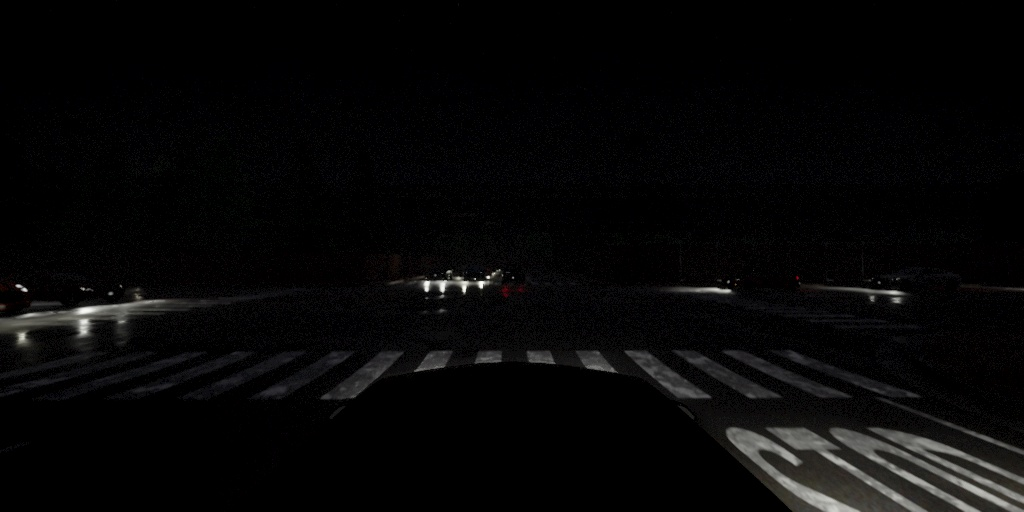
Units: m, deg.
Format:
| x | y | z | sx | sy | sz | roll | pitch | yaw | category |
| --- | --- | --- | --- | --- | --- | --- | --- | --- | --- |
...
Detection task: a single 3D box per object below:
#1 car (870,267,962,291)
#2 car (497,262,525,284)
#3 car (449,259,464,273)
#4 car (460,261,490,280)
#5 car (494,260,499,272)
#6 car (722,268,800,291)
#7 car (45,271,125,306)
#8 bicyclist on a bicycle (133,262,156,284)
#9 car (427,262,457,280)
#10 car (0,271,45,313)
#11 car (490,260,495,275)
| x | y | z | sx | sy | sz | roll | pitch | yaw | category |
| --- | --- | --- | --- | --- | --- | --- | --- | --- | --- |
| 25.835 | 1.437 | 22.961 | 4.674 | 1.442 | 1.812 | 0 | -1 | 0 | car |
| 0.091 | 1.542 | 30.940 | 2.128 | 1.511 | 4.902 | 0 | -1 | 0 | car |
| -7.108 | 1.421 | 45.624 | 2.150 | 2.045 | 5.566 | 0 | -1 | 0 | car |
| -3.604 | 1.577 | 35.813 | 1.882 | 1.535 | 5.008 | 0 | -1 | 0 | car |
| -3.583 | 1.789 | 56.603 | 1.882 | 1.535 | 5.008 | 0 | -1 | 1 | car |
| 15.836 | 1.475 | 22.942 | 4.181 | 1.385 | 1.994 | 0 | -1 | 0 | car |
| -19.873 | 1.363 | 15.649 | 4.674 | 1.442 | 1.812 | 0 | -1 | -1 | car |
| -27.278 | 1.251 | 26.651 | 0.582 | 1.620 | 1.656 | 0 | 0 | 0 | bicyclist on a bicycle |
| -7.120 | 1.604 | 35.773 | 1.837 | 1.490 | 4.892 | 0 | -1 | 1 | car |
| -19.580 | 1.154 | 12.138 | 4.553 | 1.767 | 2.097 | 0 | -1 | -1 | car |
| -3.606 | 1.675 | 45.372 | 1.882 | 1.535 | 5.008 | 0 | -1 | 0 | car |
